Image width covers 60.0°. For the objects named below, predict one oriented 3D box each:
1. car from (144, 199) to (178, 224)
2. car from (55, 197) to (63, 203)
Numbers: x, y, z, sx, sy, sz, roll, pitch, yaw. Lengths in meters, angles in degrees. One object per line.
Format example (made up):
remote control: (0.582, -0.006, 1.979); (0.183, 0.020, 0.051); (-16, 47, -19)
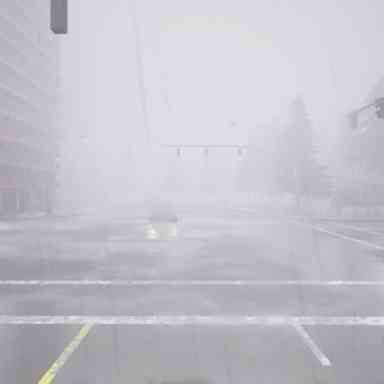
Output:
car: (-2.374, 1.598, 25.123); (1.812, 1.442, 4.674); (0, 1, -13)
car: (-27.089, 1.543, 64.318); (4.181, 1.385, 1.994); (0, 0, 24)
